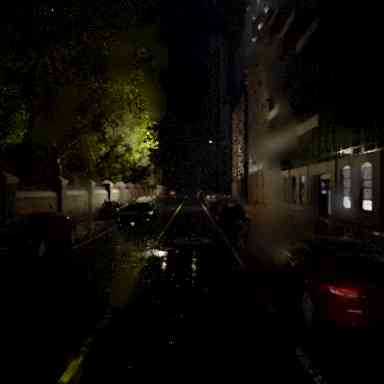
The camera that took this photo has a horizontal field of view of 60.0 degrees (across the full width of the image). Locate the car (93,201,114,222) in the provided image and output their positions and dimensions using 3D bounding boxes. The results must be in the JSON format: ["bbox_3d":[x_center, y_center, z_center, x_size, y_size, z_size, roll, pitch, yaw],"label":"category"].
[{"bbox_3d":[-5.699,1.337,23.630,2.008,1.369,4.403,0,1,0],"label":"car"}]

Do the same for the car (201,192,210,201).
[{"bbox_3d":[2.668,1.111,46.339,2.008,1.369,4.403,0,1,0],"label":"car"}]

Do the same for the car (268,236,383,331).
[{"bbox_3d":[2.691,1.524,6.571,1.802,1.307,4.206,0,1,0],"label":"car"}]

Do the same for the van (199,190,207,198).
[{"bbox_3d":[2.651,0.532,80.421,1.690,1.788,3.998,1,1,0],"label":"van"}]

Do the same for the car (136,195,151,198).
[{"bbox_3d":[-5.705,1.203,34.824,1.752,1.417,4.829,0,1,0],"label":"car"}]

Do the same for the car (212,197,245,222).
[{"bbox_3d":[2.682,1.330,23.614,1.887,1.381,4.507,0,1,0],"label":"car"}]

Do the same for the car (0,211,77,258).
[{"bbox_3d":[-5.692,1.437,12.264,1.887,1.381,4.507,0,1,0],"label":"car"}]

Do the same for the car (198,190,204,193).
[{"bbox_3d":[2.657,0.635,69.060,2.192,1.841,5.009,0,1,0],"label":"car"}]

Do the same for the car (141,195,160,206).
[{"bbox_3d":[-5.712,1.112,46.361,2.008,1.369,4.403,0,1,0],"label":"car"}]

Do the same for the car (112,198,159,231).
[{"bbox_3d":[-3.012,1.332,19.273,1.837,1.490,4.892,0,1,0],"label":"car"}]

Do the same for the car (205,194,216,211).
[{"bbox_3d":[2.675,1.240,34.976,1.947,1.339,4.313,0,1,0],"label":"car"}]

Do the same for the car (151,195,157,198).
[{"bbox_3d":[-5.709,1.170,40.677,2.008,1.369,4.403,0,1,0],"label":"car"}]

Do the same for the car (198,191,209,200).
[{"bbox_3d":[2.659,0.964,63.380,1.802,1.307,4.206,0,1,0],"label":"car"}]
